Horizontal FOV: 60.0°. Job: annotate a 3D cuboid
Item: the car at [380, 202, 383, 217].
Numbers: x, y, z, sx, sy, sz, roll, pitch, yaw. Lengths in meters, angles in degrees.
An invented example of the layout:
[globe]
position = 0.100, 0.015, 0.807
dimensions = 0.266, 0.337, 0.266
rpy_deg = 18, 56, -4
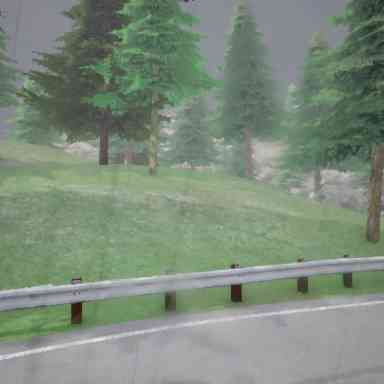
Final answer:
[car]
position = 16.965, 1.579, 29.247
dimensions = 1.994, 1.385, 4.181
rpy_deg = 0, 0, -16
